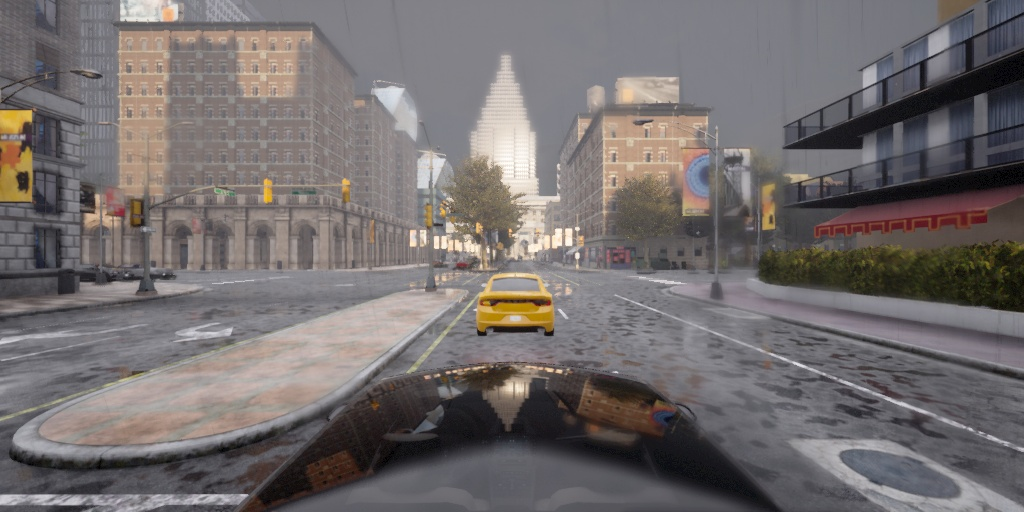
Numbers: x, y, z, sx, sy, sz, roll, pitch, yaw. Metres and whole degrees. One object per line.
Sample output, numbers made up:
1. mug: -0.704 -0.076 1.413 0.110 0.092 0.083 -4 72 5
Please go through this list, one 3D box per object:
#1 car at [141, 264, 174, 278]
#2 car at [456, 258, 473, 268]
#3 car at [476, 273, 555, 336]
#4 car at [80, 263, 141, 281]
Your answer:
1. car: -33.666 1.350 32.413 4.718 1.301 1.895 0 0 0
2. car: -8.001 1.349 59.154 1.895 1.301 4.718 0 0 0
3. car: 0.092 1.227 10.414 1.882 1.535 5.008 0 0 0
4. car: -33.414 1.275 28.915 4.674 1.442 1.812 0 0 0
